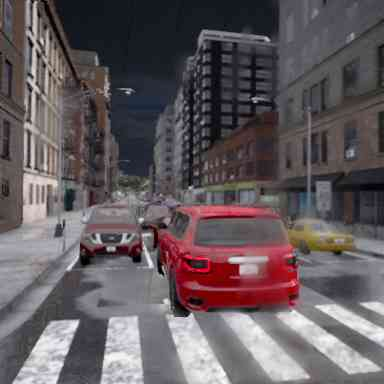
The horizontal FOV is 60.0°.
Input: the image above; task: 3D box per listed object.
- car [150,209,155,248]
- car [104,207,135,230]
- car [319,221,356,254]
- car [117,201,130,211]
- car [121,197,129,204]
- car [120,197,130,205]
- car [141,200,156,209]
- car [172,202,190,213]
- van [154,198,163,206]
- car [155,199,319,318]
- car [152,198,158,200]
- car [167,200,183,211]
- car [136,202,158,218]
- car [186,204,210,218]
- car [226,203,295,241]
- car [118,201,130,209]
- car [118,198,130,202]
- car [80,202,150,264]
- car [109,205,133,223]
[{"bbox_3d":[-0.440,1.649,13.024,1.882,1.535,5.008,1,-1,-11],"label":"car"},{"bbox_3d":[-5.135,1.830,23.743,1.947,1.339,4.313,1,-1,-11],"label":"car"},{"bbox_3d":[4.897,1.756,14.302,1.752,1.417,4.829,1,-1,-11],"label":"car"},{"bbox_3d":[-10.604,2.168,51.601,1.802,1.307,4.206,1,-1,-11],"label":"car"},{"bbox_3d":[-18.258,2.344,90.606,2.192,1.841,5.009,1,-1,-11],"label":"car"},{"bbox_3d":[-16.071,2.219,79.463,2.192,1.841,5.009,1,-1,-11],"label":"car"},{"bbox_3d":[-2.419,1.633,23.115,2.097,1.767,4.553,1,-1,-11],"label":"car"},{"bbox_3d":[-1.629,2.162,47.569,1.887,1.381,4.507,1,-1,-11],"label":"car"},{"bbox_3d":[-8.185,2.340,81.006,1.690,1.788,3.998,1,-1,-11],"label":"van"},{"bbox_3d":[0.449,1.315,7.845,2.150,2.045,5.566,1,0,-9],"label":"car"},{"bbox_3d":[-7.091,2.251,75.434,2.192,1.841,5.009,1,-1,-11],"label":"car"},{"bbox_3d":[-2.721,2.121,53.143,1.967,1.590,4.097,1,-1,-11],"label":"car"},{"bbox_3d":[-4.952,1.922,36.104,2.128,1.511,4.902,1,-1,-11],"label":"car"},{"bbox_3d":[0.557,2.070,36.424,1.802,1.307,4.206,1,-1,-11],"label":"car"},{"bbox_3d":[3.839,1.609,19.710,2.192,1.841,5.009,1,-1,-11],"label":"car"},{"bbox_3d":[-11.698,2.216,57.172,1.947,1.339,4.313,1,-1,-11],"label":"car"},{"bbox_3d":[-9.509,1.962,46.031,1.967,1.590,4.097,1,-1,-11],"label":"car"},{"bbox_3d":[-2.945,1.449,12.603,2.192,1.841,5.009,1,-1,-11],"label":"car"},{"bbox_3d":[-6.229,1.874,29.314,1.887,1.381,4.507,1,-1,-11],"label":"car"}]
